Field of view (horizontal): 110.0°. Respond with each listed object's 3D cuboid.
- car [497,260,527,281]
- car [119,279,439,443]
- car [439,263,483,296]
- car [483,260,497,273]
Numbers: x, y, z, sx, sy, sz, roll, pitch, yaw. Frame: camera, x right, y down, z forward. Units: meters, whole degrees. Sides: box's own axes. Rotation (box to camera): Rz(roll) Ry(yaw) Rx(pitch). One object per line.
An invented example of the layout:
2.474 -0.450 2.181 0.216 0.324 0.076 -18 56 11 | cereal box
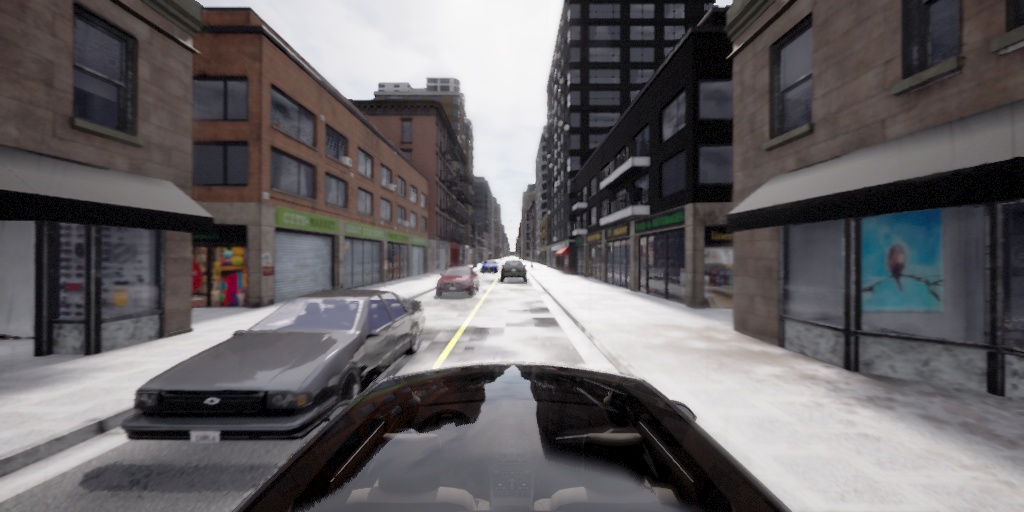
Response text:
0.146 1.108 29.713 2.097 1.767 4.553 0 0 0 | car
-2.844 1.292 5.989 2.033 1.411 5.357 0 0 0 | car
-2.794 1.273 19.277 1.812 1.442 4.674 0 0 0 | car
-2.648 1.235 43.616 1.882 1.535 5.008 0 0 0 | car
